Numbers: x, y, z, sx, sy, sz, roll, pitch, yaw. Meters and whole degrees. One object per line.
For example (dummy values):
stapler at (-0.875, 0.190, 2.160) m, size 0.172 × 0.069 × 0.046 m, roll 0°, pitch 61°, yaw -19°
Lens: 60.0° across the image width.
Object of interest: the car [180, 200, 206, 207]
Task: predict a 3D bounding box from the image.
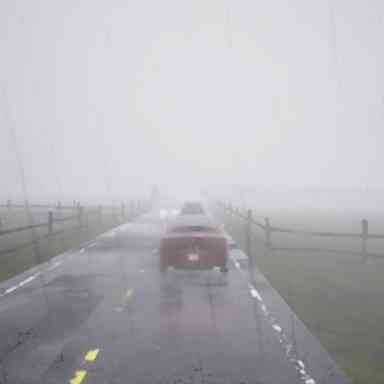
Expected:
car at (0.075, 1.418, 26.458) m, size 1.837 × 1.490 × 4.892 m, roll 0°, pitch 0°, yaw 0°

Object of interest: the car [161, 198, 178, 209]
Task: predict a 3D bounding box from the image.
car at (-2.806, 1.468, 42.267) m, size 1.895 × 1.301 × 4.718 m, roll 0°, pitch 0°, yaw 0°

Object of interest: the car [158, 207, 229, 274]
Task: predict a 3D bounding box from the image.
car at (0.065, 1.441, 10.544) m, size 1.882 × 1.535 × 5.008 m, roll 0°, pitch 0°, yaw 1°
